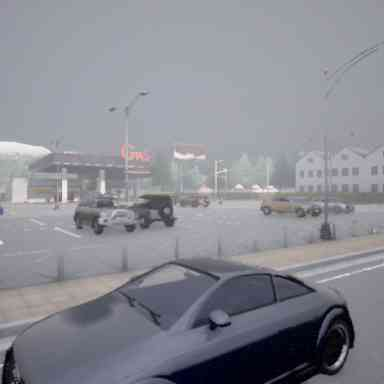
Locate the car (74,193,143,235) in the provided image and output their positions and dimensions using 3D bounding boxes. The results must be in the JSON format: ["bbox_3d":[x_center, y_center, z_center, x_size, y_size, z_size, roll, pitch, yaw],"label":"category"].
[{"bbox_3d":[-4.639,1.105,17.450,1.932,1.855,4.605,0,0,-36],"label":"car"}]

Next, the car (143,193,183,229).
[{"bbox_3d":[-2.513,1.080,19.473,1.905,1.878,3.866,0,0,-36],"label":"car"}]

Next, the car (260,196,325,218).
[{"bbox_3d":[7.902,1.140,26.904,2.152,1.636,5.027,0,0,-36],"label":"car"}]

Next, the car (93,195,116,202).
[{"bbox_3d":[-20.833,1.458,79.189,4.611,1.667,2.242,0,0,-36],"label":"car"}]

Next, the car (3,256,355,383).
[{"bbox_3d":[0.087,1.560,4.020,4.181,1.385,1.994,0,0,-35],"label":"car"}]

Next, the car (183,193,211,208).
[{"bbox_3d":[0.362,1.079,42.878,1.932,1.855,4.605,0,0,-36],"label":"car"}]

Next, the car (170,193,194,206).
[{"bbox_3d":[-1.532,1.055,51.192,1.905,1.878,3.866,0,0,-36],"label":"car"}]

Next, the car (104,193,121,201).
[{"bbox_3d":[-20.590,1.285,86.317,3.866,1.878,1.905,0,0,-36],"label":"car"}]

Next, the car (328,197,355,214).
[{"bbox_3d":[12.939,1.209,30.894,1.970,1.475,3.806,0,0,-36],"label":"car"}]

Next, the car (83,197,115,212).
[{"bbox_3d":[-10.192,1.297,36.223,2.007,1.523,4.514,0,0,-36],"label":"car"}]

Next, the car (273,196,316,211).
[{"bbox_3d":[11.827,1.270,38.760,2.007,1.523,4.514,0,0,-36],"label":"car"}]

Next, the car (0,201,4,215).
[{"bbox_3d":[-18.351,1.332,30.454,1.845,1.501,3.633,0,0,-36],"label":"car"}]
